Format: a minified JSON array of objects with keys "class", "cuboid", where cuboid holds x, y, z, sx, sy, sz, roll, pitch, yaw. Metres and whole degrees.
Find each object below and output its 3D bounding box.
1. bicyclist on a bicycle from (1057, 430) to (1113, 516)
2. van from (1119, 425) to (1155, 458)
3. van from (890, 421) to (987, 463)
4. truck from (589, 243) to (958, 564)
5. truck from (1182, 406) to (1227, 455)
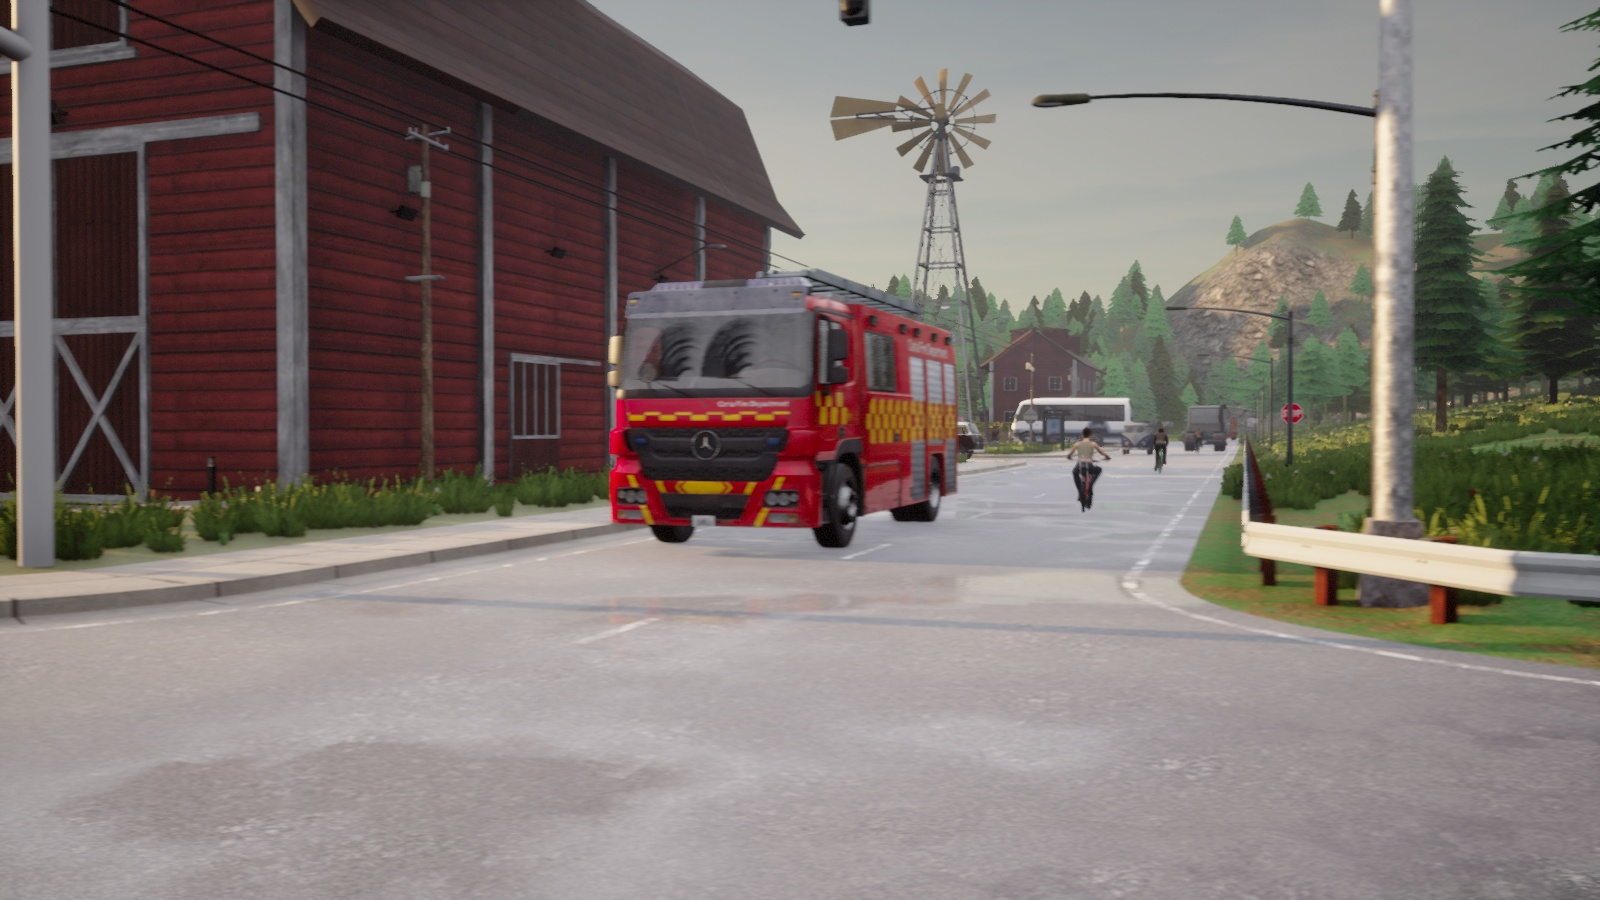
[{"class":"bicyclist on a bicycle","cuboid":[5.528,0.415,24.332,0.866,1.612,1.509,1,1,20]},{"class":"van","cuboid":[20.996,-0.551,78.064,1.775,1.987,4.442,1,1,20]},{"class":"van","cuboid":[7.002,-0.420,63.373,4.480,2.038,2.069,0,1,22]},{"class":"truck","cuboid":[0.099,-0.642,19.483,2.891,3.827,8.468,1,1,20]},{"class":"truck","cuboid":[29.886,-1.467,92.537,2.891,3.462,7.936,1,1,20]}]
